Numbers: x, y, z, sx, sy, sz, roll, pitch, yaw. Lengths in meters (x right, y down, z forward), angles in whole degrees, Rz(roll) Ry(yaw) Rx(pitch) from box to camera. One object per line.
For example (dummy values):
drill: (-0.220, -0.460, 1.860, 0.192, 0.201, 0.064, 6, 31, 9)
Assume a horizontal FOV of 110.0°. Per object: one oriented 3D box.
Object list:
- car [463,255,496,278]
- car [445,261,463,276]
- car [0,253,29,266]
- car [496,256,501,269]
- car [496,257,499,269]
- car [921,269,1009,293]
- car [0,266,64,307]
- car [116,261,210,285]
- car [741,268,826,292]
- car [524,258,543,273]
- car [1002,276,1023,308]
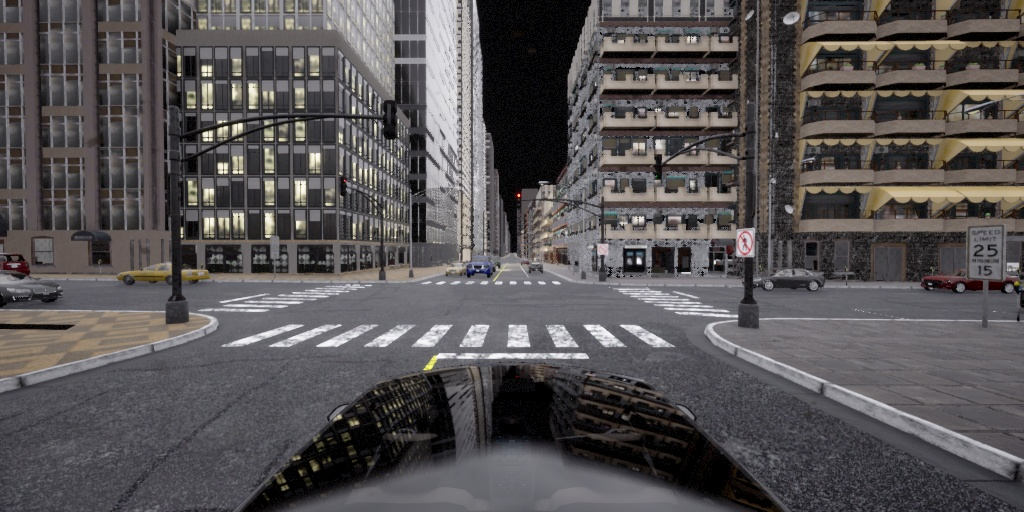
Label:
car: (-3.042, 0.963, 34.710, 2.150, 2.045, 5.566, 0, 0, 0)
car: (-5.629, 1.266, 36.409, 1.751, 1.417, 4.829, 0, 0, 0)
car: (-33.577, 0.713, 22.516, 5.009, 1.841, 2.192, 0, 0, 1)
car: (-2.979, 0.960, 58.476, 2.150, 2.045, 5.566, 0, 0, 0)
car: (-3.017, 1.217, 45.230, 1.882, 1.535, 5.008, 0, 0, 0)
car: (27.409, 1.462, 21.548, 4.507, 1.381, 1.888, 0, 0, 1)
car: (-20.265, 1.204, 13.954, 4.403, 1.370, 2.007, 0, 0, 1)
car: (-21.631, 1.030, 22.290, 4.829, 1.417, 1.751, 0, 0, 1)
car: (16.344, 1.376, 21.724, 4.403, 1.370, 2.007, 0, 0, 1)
car: (2.762, 1.290, 42.219, 2.007, 1.370, 4.403, 0, 0, 0)
car: (21.736, 1.576, 13.257, 4.313, 1.339, 1.948, 0, 0, 1)
